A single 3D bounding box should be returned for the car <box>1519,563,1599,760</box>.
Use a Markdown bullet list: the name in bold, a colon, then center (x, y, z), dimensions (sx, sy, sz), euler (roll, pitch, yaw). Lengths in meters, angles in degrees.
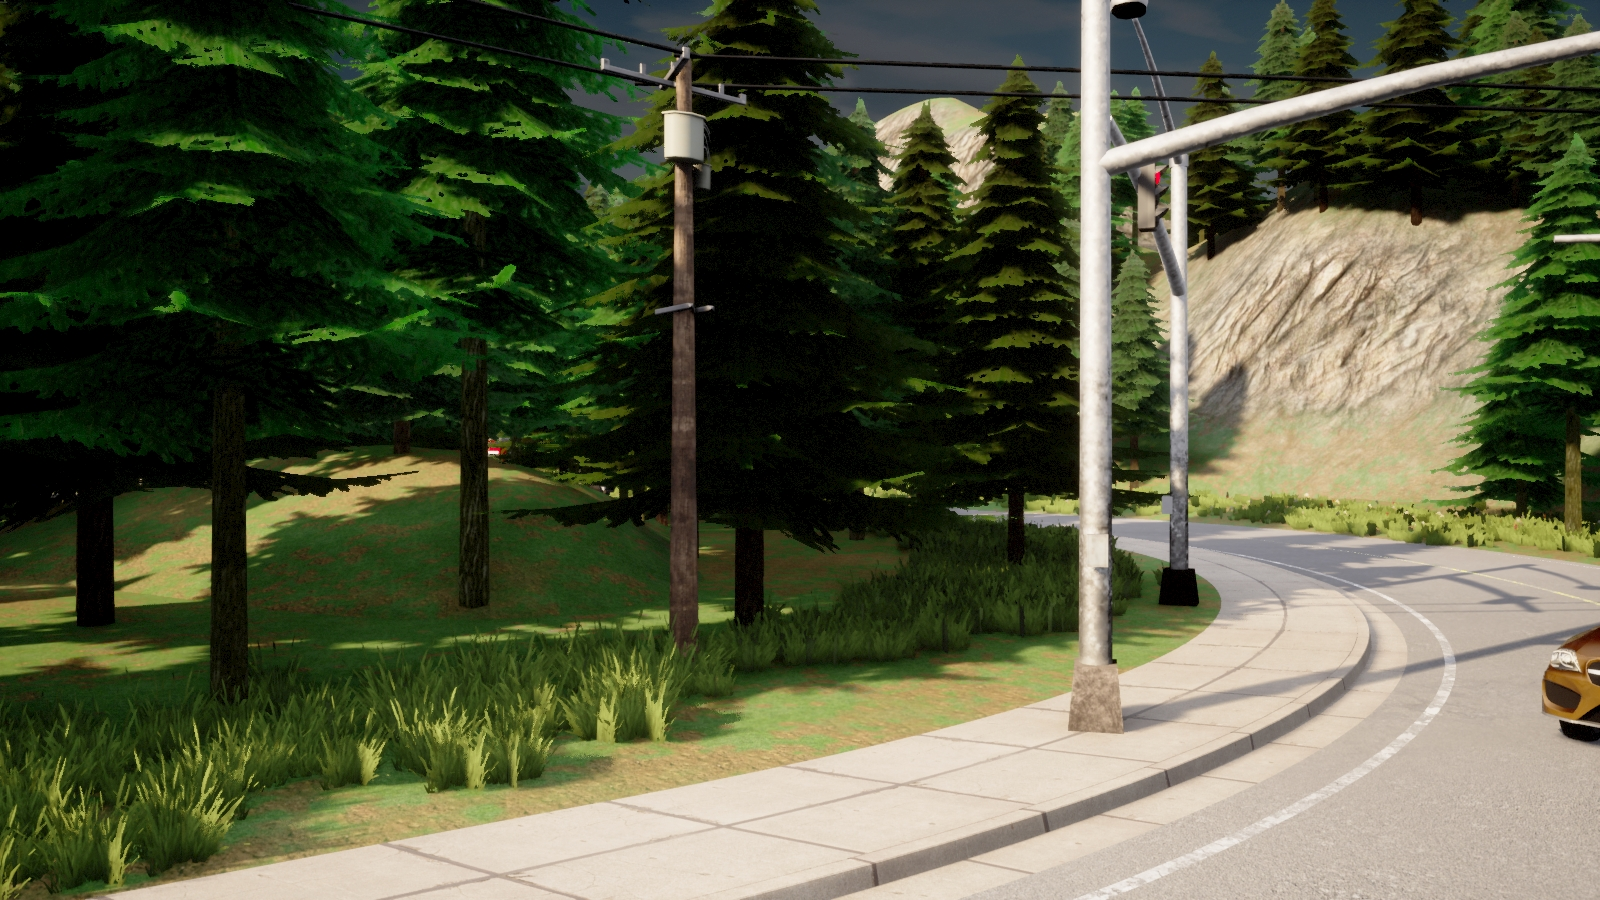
- **car**: center (9.577, 1.970, 11.147), dimensions (5.027, 1.651, 2.152), euler (0, 0, -29)
